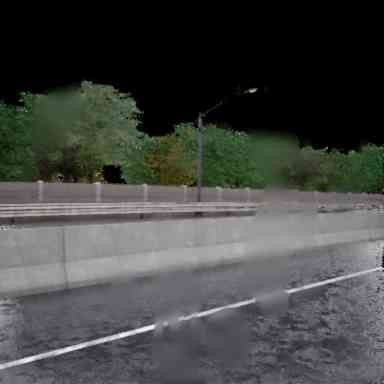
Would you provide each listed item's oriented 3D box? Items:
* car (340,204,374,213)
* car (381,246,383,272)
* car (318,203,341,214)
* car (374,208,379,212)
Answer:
[{"bbox_3d":[17.241,2.064,33.473,4.181,1.385,1.994,2,-1,-35],"label":"car"},{"bbox_3d":[6.771,1.559,8.576,4.902,1.511,2.128,1,0,-35],"label":"car"},{"bbox_3d":[16.028,2.005,36.909,5.008,1.535,1.882,2,-1,-35],"label":"car"},{"bbox_3d":[19.374,2.051,30.701,5.357,1.411,2.033,2,-1,-35],"label":"car"}]
